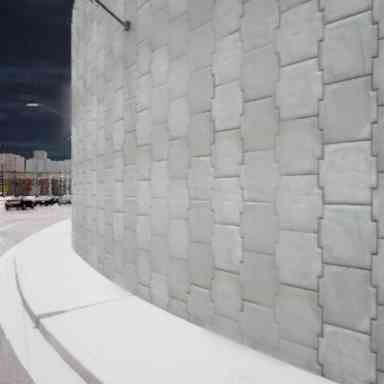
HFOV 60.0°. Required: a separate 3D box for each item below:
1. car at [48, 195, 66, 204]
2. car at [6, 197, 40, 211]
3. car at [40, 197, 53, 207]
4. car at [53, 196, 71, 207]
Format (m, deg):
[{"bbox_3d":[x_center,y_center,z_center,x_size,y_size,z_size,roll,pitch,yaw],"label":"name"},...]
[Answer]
[{"bbox_3d":[-22.694,1.299,56.120,1.994,1.385,4.181,0,0,-9],"label":"car"},{"bbox_3d":[-19.713,1.303,38.259,2.128,1.511,4.902,0,0,-9],"label":"car"},{"bbox_3d":[-21.274,1.373,47.516,1.895,1.301,4.718,0,0,-9],"label":"car"},{"bbox_3d":[-17.680,1.272,47.234,2.128,1.511,4.902,0,0,-9],"label":"car"}]
